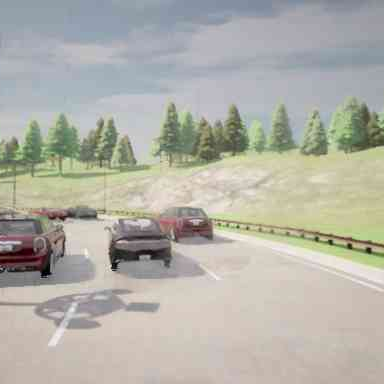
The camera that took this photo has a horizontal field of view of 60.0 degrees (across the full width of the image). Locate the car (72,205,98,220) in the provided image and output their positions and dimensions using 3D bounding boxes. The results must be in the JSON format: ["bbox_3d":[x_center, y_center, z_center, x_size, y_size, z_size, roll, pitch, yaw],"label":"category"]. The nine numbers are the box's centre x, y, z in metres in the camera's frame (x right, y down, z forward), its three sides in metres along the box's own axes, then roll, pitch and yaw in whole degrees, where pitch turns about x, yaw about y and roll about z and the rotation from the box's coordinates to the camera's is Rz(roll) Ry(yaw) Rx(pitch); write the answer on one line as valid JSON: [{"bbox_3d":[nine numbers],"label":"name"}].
[{"bbox_3d":[-10.903,1.945,32.249,4.181,1.385,1.994,-1,-1,44],"label":"car"}]

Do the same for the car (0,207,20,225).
[{"bbox_3d":[-16.447,1.943,28.049,4.718,1.301,1.895,-1,-1,42],"label":"car"}]

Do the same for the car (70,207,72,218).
[{"bbox_3d":[-12.898,1.954,29.504,4.718,1.301,1.895,-1,-1,44],"label":"car"}]

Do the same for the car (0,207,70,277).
[{"bbox_3d":[-5.316,1.480,10.573,2.097,1.767,4.553,0,-1,-15],"label":"car"}]

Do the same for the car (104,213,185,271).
[{"bbox_3d":[-1.967,1.627,11.574,2.128,1.511,4.902,0,-1,-16],"label":"car"}]

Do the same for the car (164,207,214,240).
[{"bbox_3d":[-0.633,1.555,17.847,2.097,1.767,4.553,0,-1,-23],"label":"car"}]
